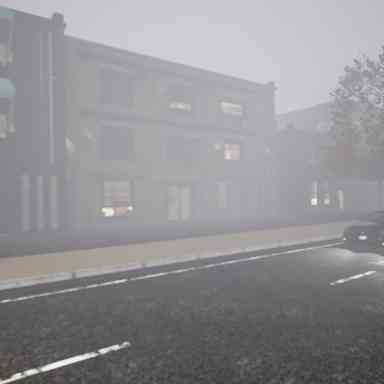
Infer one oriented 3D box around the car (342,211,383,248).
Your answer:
[{"bbox_3d":[7.851,1.467,13.278,4.181,1.385,1.994,0,0,-36],"label":"car"}]
